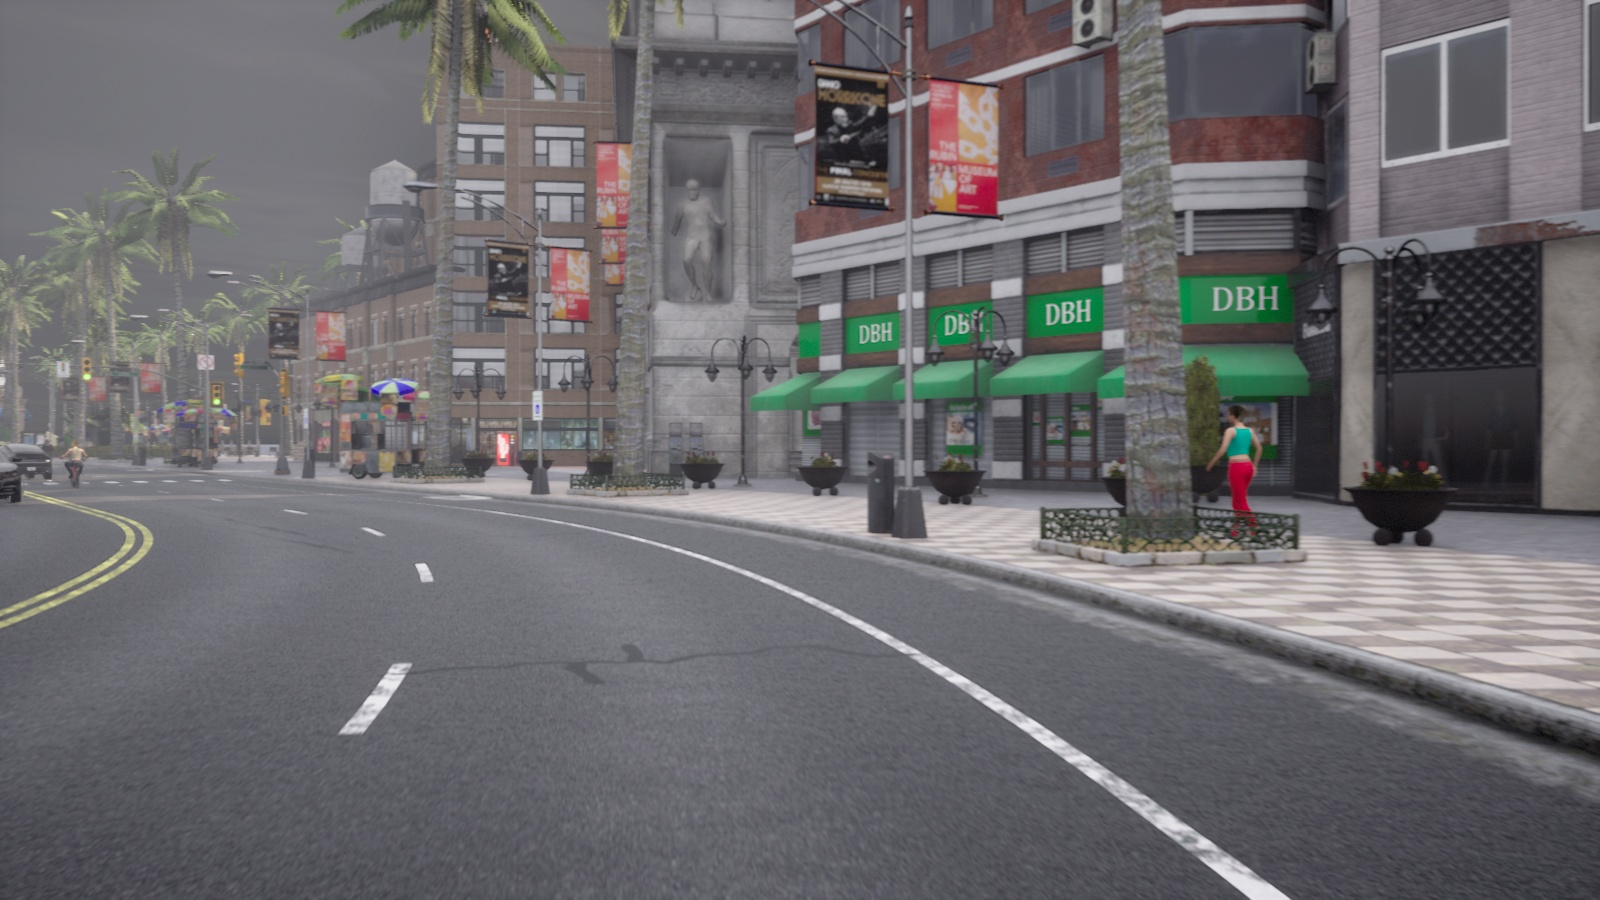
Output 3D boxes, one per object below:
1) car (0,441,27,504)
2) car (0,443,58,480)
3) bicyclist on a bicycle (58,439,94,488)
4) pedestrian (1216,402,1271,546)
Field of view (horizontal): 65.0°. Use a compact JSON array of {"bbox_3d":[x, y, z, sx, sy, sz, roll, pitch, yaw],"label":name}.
[{"bbox_3d":[-21.336,0.545,32.409,1.882,1.535,5.008,0,0,-37],"label":"car"},{"bbox_3d":[-33.050,0.457,53.051,1.837,1.490,4.892,0,0,-44],"label":"car"},{"bbox_3d":[-24.256,0.449,42.078,0.866,1.612,1.509,0,0,-37],"label":"bicyclist on a bicycle"},{"bbox_3d":[5.779,0.310,16.369,0.345,1.836,0.594,0,0,-26],"label":"pedestrian"}]
